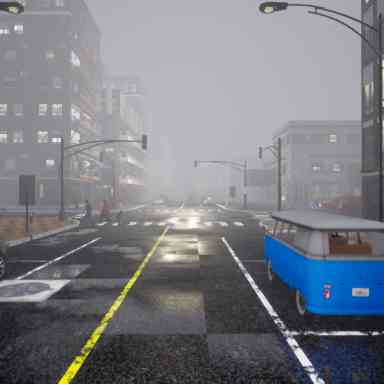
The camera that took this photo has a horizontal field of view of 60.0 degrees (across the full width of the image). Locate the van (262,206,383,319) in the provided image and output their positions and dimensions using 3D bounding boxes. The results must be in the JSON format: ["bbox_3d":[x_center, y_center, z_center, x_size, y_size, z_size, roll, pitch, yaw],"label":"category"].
[{"bbox_3d":[2.656,1.342,7.086,1.690,1.788,3.998,0,0,0],"label":"van"}]

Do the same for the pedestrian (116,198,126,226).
[{"bbox_3d":[-4.705,1.300,21.774,0.375,1.860,0.375,0,0,0],"label":"pedestrian"}]

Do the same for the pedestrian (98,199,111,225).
[{"bbox_3d":[-5.881,1.300,22.382,0.375,1.860,0.375,0,0,0],"label":"pedestrian"}]

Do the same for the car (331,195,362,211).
[{"bbox_3d":[14.905,1.357,27.986,5.009,1.841,2.192,0,0,0],"label":"car"}]

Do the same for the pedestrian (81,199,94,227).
[{"bbox_3d":[-6.669,1.299,21.184,0.375,1.860,0.375,0,0,0],"label":"pedestrian"}]

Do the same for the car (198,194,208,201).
[{"bbox_3d":[2.654,1.630,62.952,1.802,1.307,4.206,0,0,0],"label":"car"}]

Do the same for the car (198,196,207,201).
[{"bbox_3d":[2.640,1.638,85.108,2.008,1.369,4.403,0,0,0],"label":"car"}]

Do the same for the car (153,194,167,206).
[{"bbox_3d":[-5.723,1.566,57.236,1.752,1.417,4.829,0,0,0],"label":"car"}]

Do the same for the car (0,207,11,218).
[{"bbox_3d":[-17.483,1.533,27.886,4.206,1.307,1.802,0,0,0],"label":"car"}]

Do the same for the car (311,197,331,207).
[{"bbox_3d":[15.471,1.294,33.775,5.566,2.045,2.150,0,0,0],"label":"car"}]

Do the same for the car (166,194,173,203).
[{"bbox_3d":[-5.729,1.372,68.485,2.192,1.841,5.009,0,0,0],"label":"car"}]

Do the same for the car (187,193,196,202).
[{"bbox_3d":[-0.048,1.430,78.648,2.097,1.767,4.553,0,0,0],"label":"car"}]

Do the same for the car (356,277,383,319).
[{"bbox_3d":[2.659,1.582,1.397,1.802,1.307,4.206,0,0,0],"label":"car"}]

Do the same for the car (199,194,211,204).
[{"bbox_3d":[2.651,1.372,68.491,2.192,1.841,5.009,0,0,0],"label":"car"}]

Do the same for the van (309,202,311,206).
[{"bbox_3d":[14.877,1.424,36.365,3.998,1.788,1.690,0,0,0],"label":"van"}]

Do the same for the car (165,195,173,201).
[{"bbox_3d":[-5.740,1.613,84.933,1.752,1.417,4.829,0,0,0],"label":"car"}]

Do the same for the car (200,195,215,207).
[{"bbox_3d":[2.661,1.559,52.043,1.752,1.417,4.829,0,0,0],"label":"car"}]

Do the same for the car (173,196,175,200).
[{"bbox_3d":[-5.737,1.627,79.563,2.008,1.369,4.403,0,0,0],"label":"car"}]

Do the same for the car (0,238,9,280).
[{"bbox_3d":[-5.692,1.567,7.107,1.947,1.339,4.313,0,0,0],"label":"car"}]

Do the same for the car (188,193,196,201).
[{"bbox_3d":[-0.054,1.209,88.711,2.150,2.045,5.566,0,0,0],"label":"car"}]
